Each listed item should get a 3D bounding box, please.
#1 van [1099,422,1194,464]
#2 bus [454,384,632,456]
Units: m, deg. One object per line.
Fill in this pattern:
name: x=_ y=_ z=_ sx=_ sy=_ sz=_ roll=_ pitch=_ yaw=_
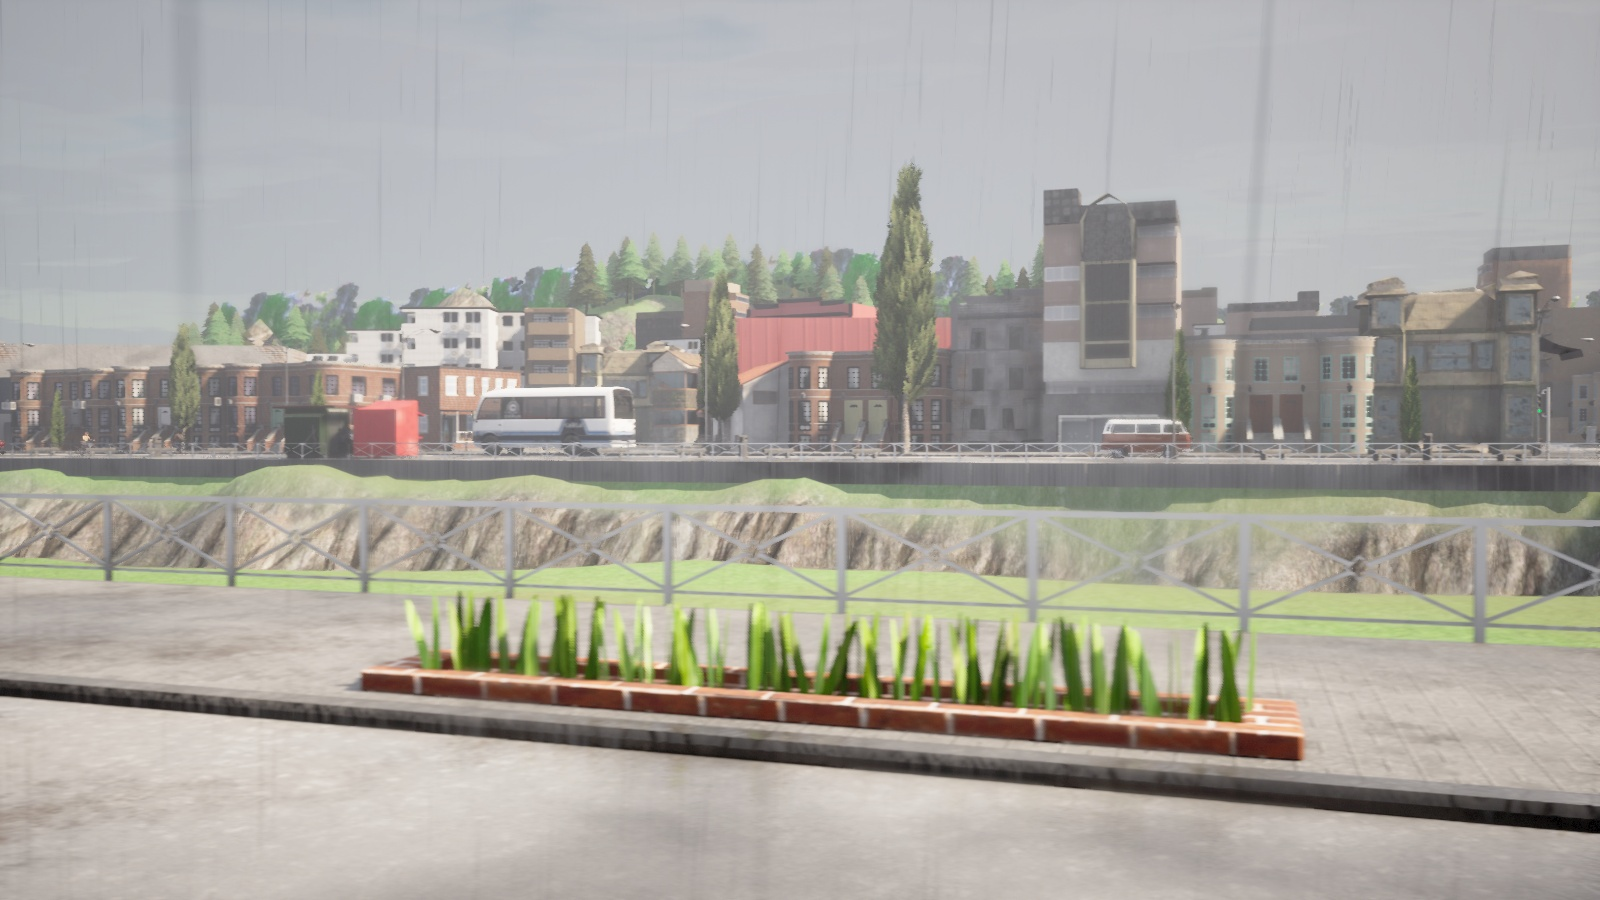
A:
van: x=17.396 y=-0.393 z=62.977 sx=4.480 sy=2.038 sz=2.069 roll=1 pitch=1 yaw=19
bus: x=-16.035 y=-1.866 z=78.418 sx=10.273 sy=4.253 sz=3.944 roll=1 pitch=1 yaw=19
